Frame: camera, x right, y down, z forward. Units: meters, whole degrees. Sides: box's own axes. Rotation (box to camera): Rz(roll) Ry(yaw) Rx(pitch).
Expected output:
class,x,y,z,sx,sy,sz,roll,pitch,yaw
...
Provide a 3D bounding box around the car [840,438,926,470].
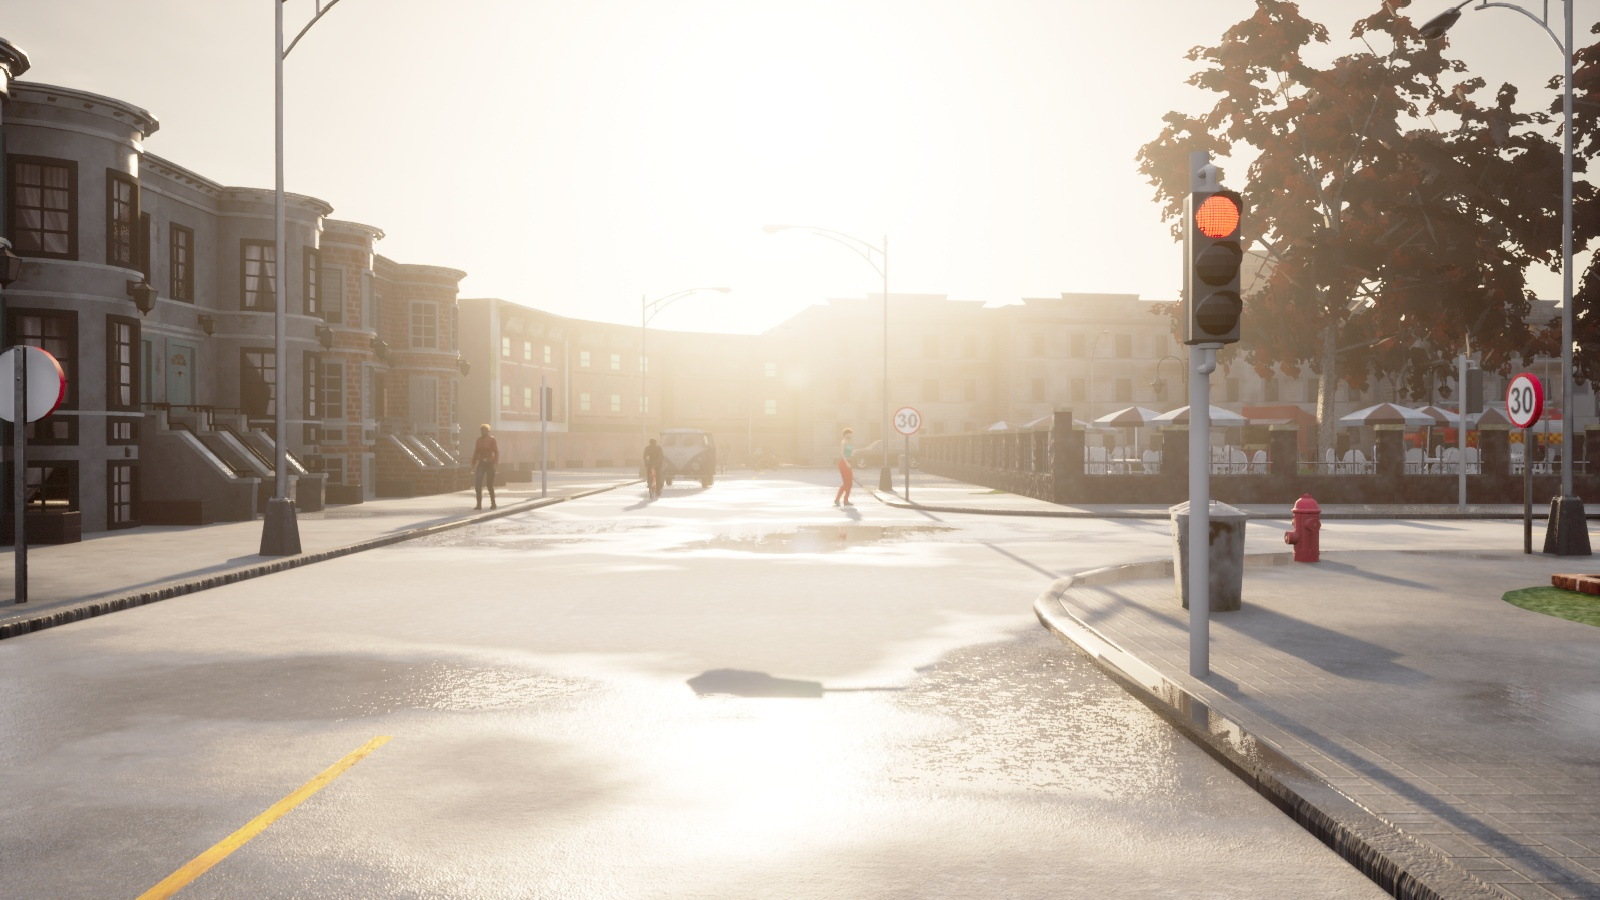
class,x,y,z,sx,sy,sz,roll,pitch,yaw
car,4.659,0.208,71.198,4.553,1.767,2.097,0,0,-7

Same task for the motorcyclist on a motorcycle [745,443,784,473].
class,x,y,z,sx,sy,sz,roll,pitch,yaw
motorcyclist on a motorcycle,-1.878,0.405,66.784,0.866,1.530,2.191,1,1,36

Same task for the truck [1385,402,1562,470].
class,x,y,z,sx,sy,sz,roll,pitch,yaw
truck,38.239,-0.791,71.499,8.468,3.827,2.891,0,0,0

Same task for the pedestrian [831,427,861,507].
class,x,y,z,sx,sy,sz,roll,pitch,yaw
pedestrian,1.068,0.382,29.129,0.594,1.836,0.345,0,0,24

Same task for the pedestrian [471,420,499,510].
class,x,y,z,sx,sy,sz,roll,pitch,yaw
pedestrian,-6.506,0.304,25.945,0.331,1.846,0.636,0,0,12

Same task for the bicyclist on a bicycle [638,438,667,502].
class,x,y,z,sx,sy,sz,roll,pitch,yaw
bicyclist on a bicycle,-3.881,0.509,33.151,0.582,1.620,1.656,0,1,0

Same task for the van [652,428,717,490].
class,x,y,z,sx,sy,sz,roll,pitch,yaw
van,-3.858,0.255,42.511,1.775,1.987,4.442,0,0,0
